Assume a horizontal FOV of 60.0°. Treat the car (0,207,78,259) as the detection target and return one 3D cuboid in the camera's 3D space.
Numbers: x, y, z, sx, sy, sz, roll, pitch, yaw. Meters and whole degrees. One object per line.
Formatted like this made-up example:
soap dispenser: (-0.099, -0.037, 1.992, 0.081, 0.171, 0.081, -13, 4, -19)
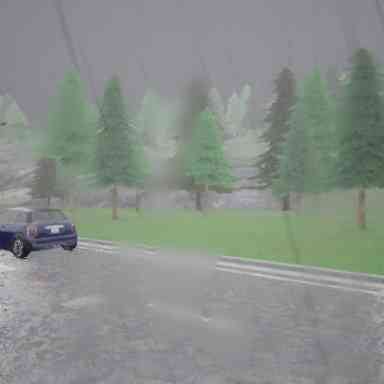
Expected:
car: (-6.519, 1.367, 12.883, 4.553, 1.767, 2.097, 0, 0, 36)
